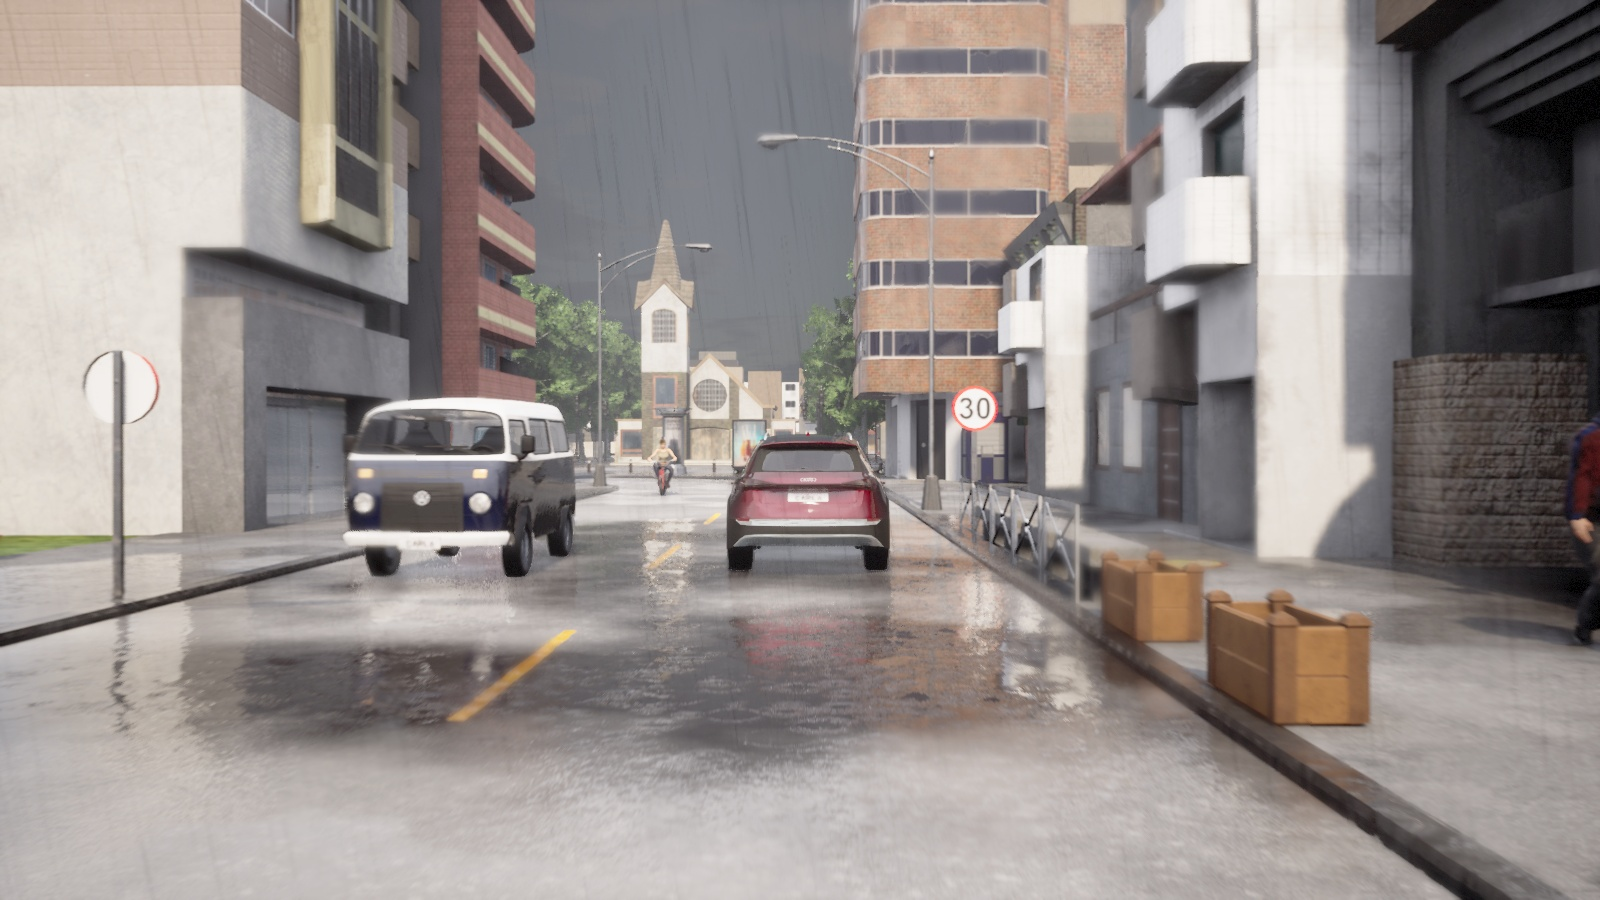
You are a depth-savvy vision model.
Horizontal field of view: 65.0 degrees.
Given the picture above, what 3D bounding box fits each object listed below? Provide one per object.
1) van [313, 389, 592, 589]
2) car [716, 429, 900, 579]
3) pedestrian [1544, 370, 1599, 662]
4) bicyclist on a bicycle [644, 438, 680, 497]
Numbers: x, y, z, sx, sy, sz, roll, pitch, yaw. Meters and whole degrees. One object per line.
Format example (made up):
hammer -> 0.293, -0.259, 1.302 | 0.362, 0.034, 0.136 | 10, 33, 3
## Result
van -> -3.902, 0.382, 15.004 | 2.069, 2.038, 4.480 | 0, 0, 0
car -> 0.104, 0.585, 16.308 | 2.033, 1.649, 4.856 | 0, 0, 0
pedestrian -> 5.385, 0.415, 8.148 | 0.634, 1.844, 0.899 | 0, 0, 6
bicyclist on a bicycle -> -3.867, 0.481, 35.262 | 0.866, 1.612, 1.509 | 0, 0, -2
